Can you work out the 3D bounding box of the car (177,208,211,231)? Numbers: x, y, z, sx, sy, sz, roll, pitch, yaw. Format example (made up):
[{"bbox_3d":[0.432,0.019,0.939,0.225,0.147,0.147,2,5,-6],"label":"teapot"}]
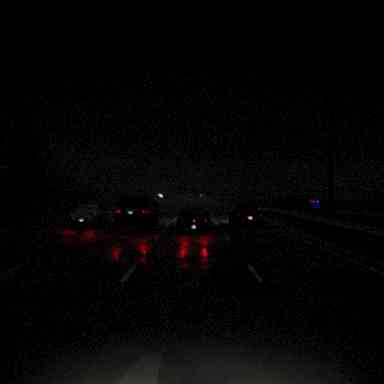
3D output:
[{"bbox_3d":[0.103,1.611,20.442,1.895,1.301,4.718,0,0,0],"label":"car"}]

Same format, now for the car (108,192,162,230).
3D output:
[{"bbox_3d":[-3.397,1.231,21.053,2.150,2.045,5.566,0,0,0],"label":"car"}]

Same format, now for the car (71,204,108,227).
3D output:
[{"bbox_3d":[-6.896,1.536,23.020,1.812,1.442,4.674,0,0,0],"label":"car"}]

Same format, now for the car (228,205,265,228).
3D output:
[{"bbox_3d":[3.605,1.575,22.607,1.994,1.385,4.181,0,0,0],"label":"car"}]

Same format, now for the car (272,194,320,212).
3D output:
[{"bbox_3d":[12.185,1.241,39.194,2.150,2.045,5.566,0,0,-44],"label":"car"}]
